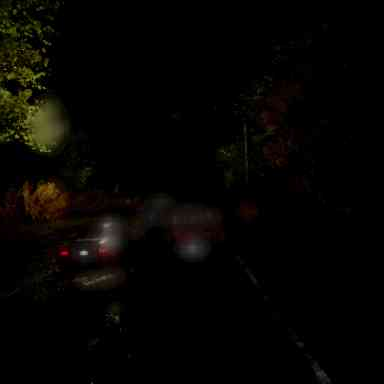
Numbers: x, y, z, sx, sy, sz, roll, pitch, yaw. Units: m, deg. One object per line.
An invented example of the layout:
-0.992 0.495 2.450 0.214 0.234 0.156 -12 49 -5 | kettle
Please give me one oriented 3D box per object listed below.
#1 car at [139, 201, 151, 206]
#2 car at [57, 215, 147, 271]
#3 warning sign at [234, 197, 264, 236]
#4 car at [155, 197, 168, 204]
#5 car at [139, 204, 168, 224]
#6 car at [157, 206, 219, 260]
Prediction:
-9.208 2.521 65.589 2.128 1.511 4.902 -3 0 1 | car
-3.229 1.907 12.525 2.033 1.411 5.357 -3 0 1 | car
2.867 1.210 16.835 1.300 1.860 1.060 -2 0 0 | warning sign
-5.975 2.082 65.567 2.150 2.045 5.566 -3 0 1 | car
-3.115 2.041 28.485 1.994 1.385 4.181 -3 0 1 | car
0.046 1.638 13.498 2.128 1.511 4.902 -2 1 1 | car
